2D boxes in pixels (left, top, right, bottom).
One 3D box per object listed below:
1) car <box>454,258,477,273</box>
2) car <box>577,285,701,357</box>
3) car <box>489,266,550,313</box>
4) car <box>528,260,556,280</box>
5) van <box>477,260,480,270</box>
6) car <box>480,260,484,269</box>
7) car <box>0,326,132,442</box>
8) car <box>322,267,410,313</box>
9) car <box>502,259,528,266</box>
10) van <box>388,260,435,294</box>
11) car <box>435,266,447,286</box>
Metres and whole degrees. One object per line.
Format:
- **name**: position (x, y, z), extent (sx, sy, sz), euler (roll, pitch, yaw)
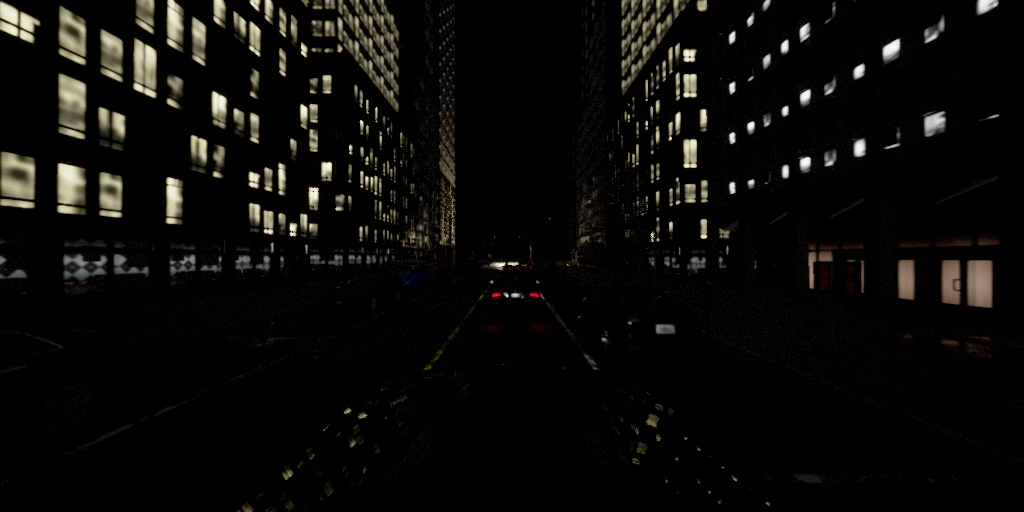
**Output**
- **car**: position (-5.681, 1.199, 42.542), extent (1.967, 1.591, 4.097), euler (0, 0, 0)
- **car**: position (2.692, 1.319, 8.375), extent (1.948, 1.339, 4.313), euler (0, 0, 0)
- **car**: position (0.105, 1.303, 13.960), extent (2.033, 1.411, 5.357), euler (0, 0, 0)
- **car**: position (2.697, 1.199, 31.142), extent (1.967, 1.591, 4.097), euler (0, 0, 0)
- **van**: position (-5.680, 1.100, 48.235), extent (1.690, 1.789, 3.998), euler (0, 0, 0)
- **car**: position (-5.679, 1.324, 53.928), extent (1.948, 1.339, 4.313), euler (0, 0, 0)
- **car**: position (-5.690, 1.301, 2.697), extent (2.007, 1.370, 4.403), euler (0, 0, 0)
- **car**: position (-5.687, 1.300, 14.081), extent (1.888, 1.381, 4.507), euler (0, 0, 0)
- **car**: position (0.108, 1.251, 32.559), extent (2.128, 1.511, 4.902), euler (0, 0, 0)
- **van**: position (-5.686, 1.098, 19.774), extent (1.690, 1.789, 3.998), euler (0, 0, 0)
- **car**: position (-5.685, 1.340, 25.466), extent (1.802, 1.307, 4.207), euler (0, 0, 0)
